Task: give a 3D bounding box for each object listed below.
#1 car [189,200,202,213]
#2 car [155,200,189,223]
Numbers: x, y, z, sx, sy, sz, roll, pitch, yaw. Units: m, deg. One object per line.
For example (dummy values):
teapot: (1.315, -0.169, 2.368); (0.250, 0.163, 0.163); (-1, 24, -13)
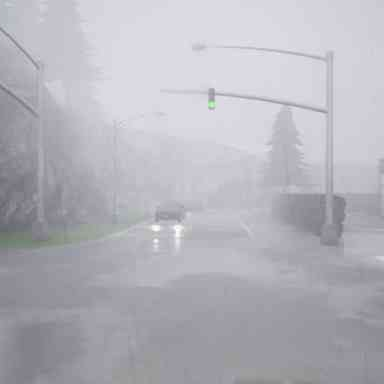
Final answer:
car: (-0.281, 1.553, 36.793); (1.994, 1.385, 4.181); (0, 0, 19)
car: (-1.617, 1.471, 26.104); (1.882, 1.535, 5.008); (0, 0, 4)
